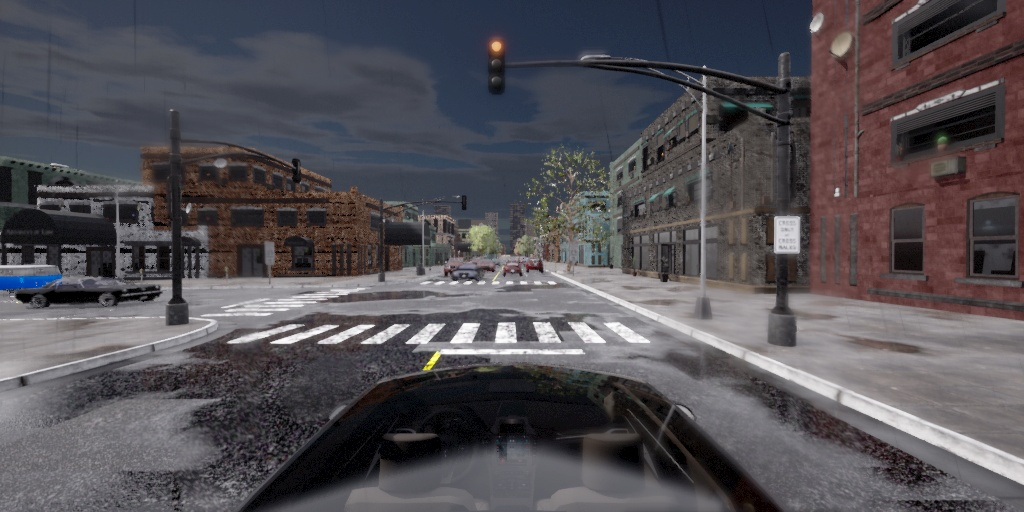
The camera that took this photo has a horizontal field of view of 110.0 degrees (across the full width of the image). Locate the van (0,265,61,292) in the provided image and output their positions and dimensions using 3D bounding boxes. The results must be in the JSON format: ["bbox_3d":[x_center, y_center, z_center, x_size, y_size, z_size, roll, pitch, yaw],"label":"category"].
[{"bbox_3d":[-30.312,1.458,21.972,3.998,1.789,1.690,0,0,-1],"label":"van"}]

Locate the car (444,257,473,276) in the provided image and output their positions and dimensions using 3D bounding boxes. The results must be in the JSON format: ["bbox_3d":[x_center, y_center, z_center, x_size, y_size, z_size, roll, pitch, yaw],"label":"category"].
[{"bbox_3d":[-5.713,1.057,37.309,2.192,1.841,5.009,0,0,0],"label":"car"}]

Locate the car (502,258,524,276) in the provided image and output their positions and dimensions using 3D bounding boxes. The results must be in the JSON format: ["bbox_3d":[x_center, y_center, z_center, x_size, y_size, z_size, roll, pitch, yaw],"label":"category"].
[{"bbox_3d":[0.074,1.267,37.792,1.812,1.442,4.674,0,0,0],"label":"car"}]

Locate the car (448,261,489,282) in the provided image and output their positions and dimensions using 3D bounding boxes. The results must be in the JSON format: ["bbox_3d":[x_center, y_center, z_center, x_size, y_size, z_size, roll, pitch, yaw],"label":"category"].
[{"bbox_3d":[-3.407,1.309,28.710,1.994,1.385,4.181,0,0,5],"label":"car"}]

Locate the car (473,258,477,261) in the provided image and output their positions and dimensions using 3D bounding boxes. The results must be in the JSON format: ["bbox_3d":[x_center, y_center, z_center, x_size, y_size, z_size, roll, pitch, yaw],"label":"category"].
[{"bbox_3d":[-5.718,1.286,42.853,1.888,1.381,4.507,0,0,0],"label":"car"}]

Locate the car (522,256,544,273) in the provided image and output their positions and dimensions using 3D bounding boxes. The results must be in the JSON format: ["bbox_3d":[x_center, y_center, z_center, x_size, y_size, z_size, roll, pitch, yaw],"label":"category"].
[{"bbox_3d":[2.663,1.055,42.860,2.192,1.841,5.009,0,0,0],"label":"car"}]

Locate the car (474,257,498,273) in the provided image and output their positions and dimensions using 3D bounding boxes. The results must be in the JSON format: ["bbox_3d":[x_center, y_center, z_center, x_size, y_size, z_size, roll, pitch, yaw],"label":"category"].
[{"bbox_3d":[-3.130,1.096,43.457,2.097,1.767,4.553,0,0,0],"label":"car"}]

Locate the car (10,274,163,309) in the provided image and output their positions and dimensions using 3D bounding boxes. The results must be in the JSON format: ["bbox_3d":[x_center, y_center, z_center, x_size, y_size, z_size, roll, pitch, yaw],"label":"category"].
[{"bbox_3d":[-18.994,1.611,16.307,4.718,1.301,1.895,-1,1,-1],"label":"car"}]
